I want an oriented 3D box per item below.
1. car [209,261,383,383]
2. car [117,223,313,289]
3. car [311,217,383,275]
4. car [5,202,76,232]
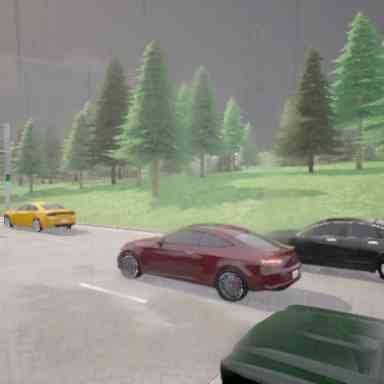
[{"bbox_3d":[2.485,1.609,2.220,4.718,1.301,1.895,1,0,35],"label":"car"},{"bbox_3d":[0.228,1.483,8.111,4.674,1.442,1.812,1,0,35],"label":"car"},{"bbox_3d":[4.261,1.485,9.547,4.892,1.490,1.837,1,0,35],"label":"car"},{"bbox_3d":[-8.629,1.308,18.722,5.008,1.535,1.882,1,0,36],"label":"car"}]
